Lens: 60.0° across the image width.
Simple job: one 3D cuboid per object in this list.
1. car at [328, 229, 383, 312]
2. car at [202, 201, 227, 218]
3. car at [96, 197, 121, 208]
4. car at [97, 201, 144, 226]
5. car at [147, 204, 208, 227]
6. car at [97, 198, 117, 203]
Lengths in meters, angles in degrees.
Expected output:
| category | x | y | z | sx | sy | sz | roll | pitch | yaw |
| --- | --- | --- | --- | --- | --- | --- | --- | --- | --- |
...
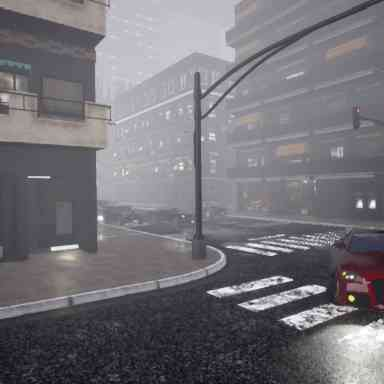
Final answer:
| category | x | y | z | sx | sy | sz | roll | pitch | yaw |
| --- | --- | --- | --- | --- | --- | --- | --- | --- | --- |
| car | 4.208 | 1.562 | 7.439 | 1.994 | 1.385 | 4.181 | 0 | 0 | 22 |
| car | 1.234 | 1.512 | 29.204 | 2.008 | 1.369 | 4.403 | -1 | 1 | -36 |
| car | -11.891 | 1.518 | 47.264 | 1.887 | 1.381 | 4.507 | -1 | 1 | -36 |
| car | -5.140 | 1.631 | 24.571 | 1.947 | 1.339 | 4.313 | -1 | 1 | -36 |
| car | -1.236 | 1.632 | 23.394 | 1.895 | 1.301 | 4.718 | -1 | 0 | -36 |
| car | -9.560 | 1.545 | 34.855 | 1.837 | 1.490 | 4.892 | -1 | 0 | -36 |
